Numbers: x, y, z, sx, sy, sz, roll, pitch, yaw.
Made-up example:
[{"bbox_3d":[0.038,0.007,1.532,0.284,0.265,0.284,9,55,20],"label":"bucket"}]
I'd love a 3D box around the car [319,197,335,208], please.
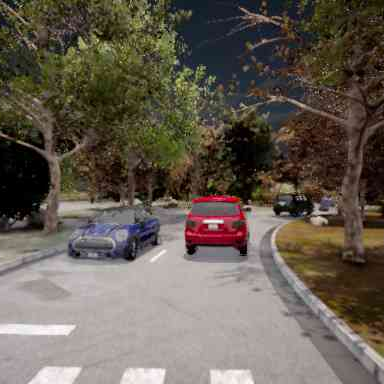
[{"bbox_3d":[20.067,1.522,49.502,1.812,1.442,4.674,0,0,19],"label":"car"}]

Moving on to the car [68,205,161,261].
[{"bbox_3d":[-2.652,1.343,12.360,2.097,1.767,4.553,0,0,10],"label":"car"}]

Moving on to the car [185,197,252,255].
[{"bbox_3d":[1.178,1.203,13.413,2.150,2.045,5.566,0,0,10],"label":"car"}]

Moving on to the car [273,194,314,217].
[{"bbox_3d":[9.480,1.179,30.938,2.150,2.045,5.566,-1,0,38],"label":"car"}]
